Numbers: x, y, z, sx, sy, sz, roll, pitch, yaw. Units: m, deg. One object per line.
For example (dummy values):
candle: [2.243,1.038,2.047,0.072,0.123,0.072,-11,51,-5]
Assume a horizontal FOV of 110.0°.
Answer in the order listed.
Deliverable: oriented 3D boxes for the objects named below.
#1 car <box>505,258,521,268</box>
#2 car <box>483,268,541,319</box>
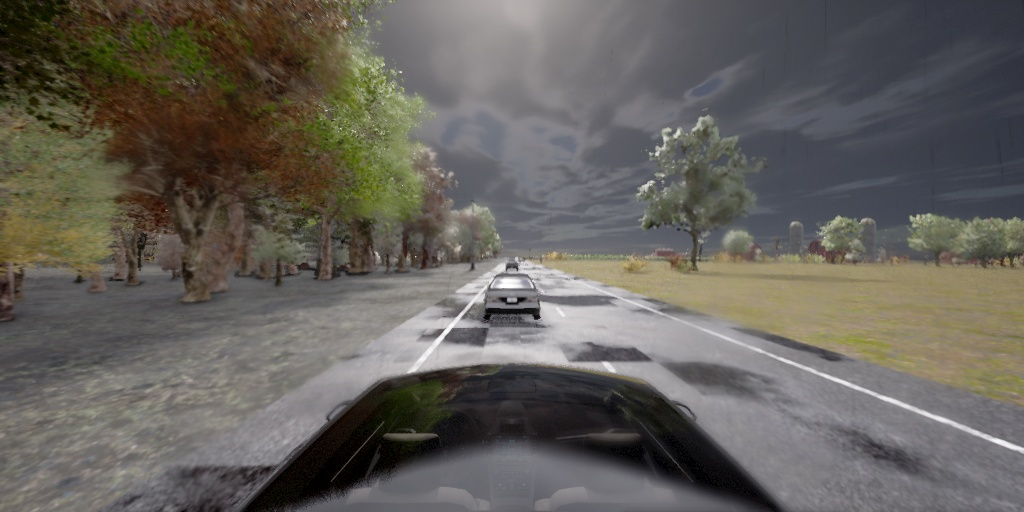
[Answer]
car: [0.017,1.367,53.309,1.837,1.490,4.892,0,0,0]
car: [0.003,1.325,12.925,2.033,1.411,5.357,0,0,0]
